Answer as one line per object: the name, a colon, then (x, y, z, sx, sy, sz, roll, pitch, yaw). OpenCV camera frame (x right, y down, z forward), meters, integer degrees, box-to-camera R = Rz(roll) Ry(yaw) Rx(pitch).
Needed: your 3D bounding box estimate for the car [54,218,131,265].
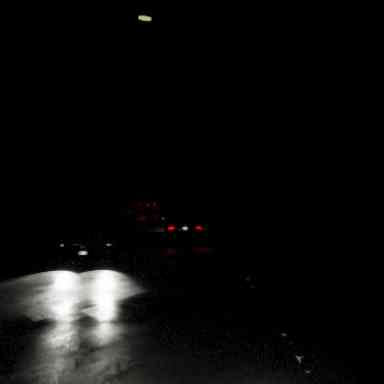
car: (-3.368, 1.652, 11.983, 1.994, 1.385, 4.181, 0, 0, -3)

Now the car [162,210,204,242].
car: (-0.517, 1.637, 17.006, 2.033, 1.411, 5.357, 0, 0, -5)

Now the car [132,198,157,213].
car: (-5.520, 1.430, 38.326, 2.097, 1.767, 4.553, -1, 1, -20)
